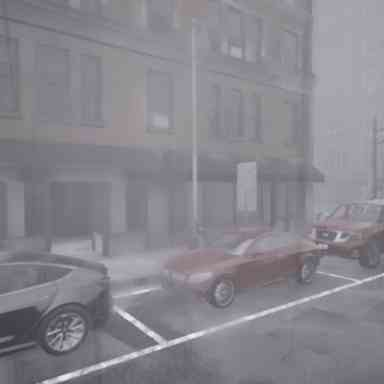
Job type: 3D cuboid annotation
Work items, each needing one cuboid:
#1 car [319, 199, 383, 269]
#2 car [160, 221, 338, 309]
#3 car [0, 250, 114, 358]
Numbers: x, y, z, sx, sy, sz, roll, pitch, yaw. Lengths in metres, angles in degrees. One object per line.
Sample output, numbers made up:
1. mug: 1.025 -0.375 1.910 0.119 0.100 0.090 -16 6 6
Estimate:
1. car: 5.771 1.195 10.883 5.009 1.841 2.192 -1 0 -35
2. car: 1.277 1.523 7.677 4.206 1.307 1.802 -1 0 -35
3. car: -3.219 1.567 4.469 4.313 1.339 1.947 -1 0 -35
